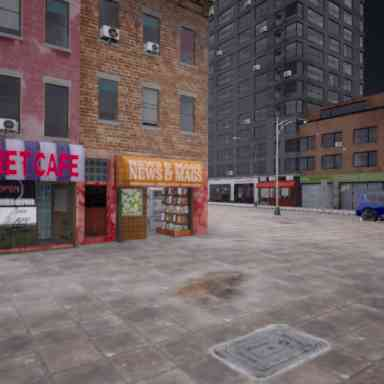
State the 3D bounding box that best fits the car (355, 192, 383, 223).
[{"bbox_3d":[13.182,1.049,20.795,2.150,2.045,5.566,1,1,-35],"label":"car"}]
